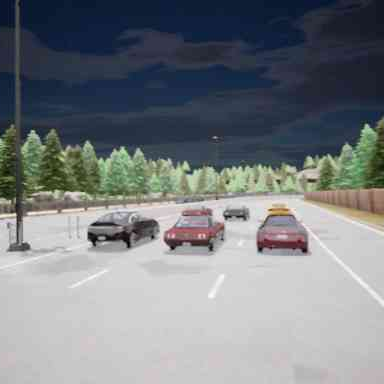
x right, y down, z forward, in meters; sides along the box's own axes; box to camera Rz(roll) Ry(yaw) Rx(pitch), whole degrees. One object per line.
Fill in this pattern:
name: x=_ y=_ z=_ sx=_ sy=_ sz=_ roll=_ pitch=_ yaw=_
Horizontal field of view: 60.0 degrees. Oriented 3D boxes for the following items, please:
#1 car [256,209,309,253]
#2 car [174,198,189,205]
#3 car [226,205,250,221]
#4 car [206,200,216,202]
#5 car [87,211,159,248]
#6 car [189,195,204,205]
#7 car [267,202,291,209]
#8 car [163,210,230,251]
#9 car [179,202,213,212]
car: x=3.772 y=1.621 z=14.141 sx=1.994 sy=1.385 sz=4.181 roll=-1 pitch=0 yaw=14
car: x=-2.316 y=2.097 z=73.725 sx=2.128 sy=1.511 sz=4.902 roll=-1 pitch=0 yaw=15
car: x=3.960 y=1.766 z=29.032 sx=1.895 sy=1.301 sz=4.718 roll=-1 pitch=0 yaw=15
car: x=4.450 y=2.010 z=71.935 sx=2.033 sy=1.411 sz=5.357 roll=-1 pitch=0 yaw=15
car: x=-3.049 y=1.650 z=15.719 sx=2.128 sy=1.511 sz=4.902 roll=-1 pitch=0 yaw=13
car: x=1.055 y=1.746 z=72.803 sx=2.150 sy=2.045 sz=5.566 roll=-1 pitch=0 yaw=15
car: x=7.440 y=1.594 z=28.499 sx=1.882 sy=1.535 sz=5.008 roll=-1 pitch=0 yaw=15
car: x=0.312 y=1.707 z=14.737 sx=1.895 sy=1.301 sz=4.718 roll=-1 pitch=0 yaw=13
car: x=0.576 y=1.817 z=29.927 sx=1.895 sy=1.301 sz=4.718 roll=-1 pitch=0 yaw=15
